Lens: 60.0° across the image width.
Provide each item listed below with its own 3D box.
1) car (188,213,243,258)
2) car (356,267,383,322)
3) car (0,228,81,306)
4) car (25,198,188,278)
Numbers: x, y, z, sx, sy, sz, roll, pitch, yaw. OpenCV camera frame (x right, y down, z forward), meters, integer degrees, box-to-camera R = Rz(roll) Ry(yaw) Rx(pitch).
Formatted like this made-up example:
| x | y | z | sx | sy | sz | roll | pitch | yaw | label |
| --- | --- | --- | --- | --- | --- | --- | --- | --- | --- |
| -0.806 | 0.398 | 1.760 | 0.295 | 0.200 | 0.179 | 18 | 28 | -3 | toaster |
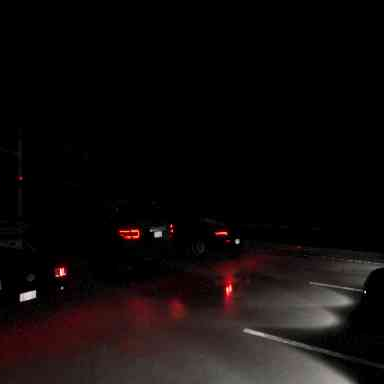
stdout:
| x | y | z | sx | sy | sz | roll | pitch | yaw | label |
| --- | --- | --- | --- | --- | --- | --- | --- | --- | --- |
| -0.310 | 1.526 | 12.761 | 4.674 | 1.442 | 1.812 | 0 | 0 | 36 | car |
| 5.289 | 1.547 | 4.519 | 5.357 | 1.411 | 2.033 | 0 | 0 | 36 | car |
| -4.773 | 1.601 | 7.353 | 4.718 | 1.301 | 1.895 | 0 | 0 | 36 | car |
| -3.075 | 1.221 | 10.444 | 5.566 | 2.045 | 2.150 | 0 | 0 | 36 | car |
